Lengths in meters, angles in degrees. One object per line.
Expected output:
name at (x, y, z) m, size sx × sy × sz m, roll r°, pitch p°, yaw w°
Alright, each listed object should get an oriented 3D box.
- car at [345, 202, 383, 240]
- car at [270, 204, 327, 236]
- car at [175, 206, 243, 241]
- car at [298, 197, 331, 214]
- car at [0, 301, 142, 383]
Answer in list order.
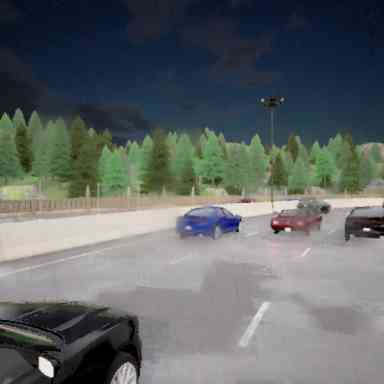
car at (8.749, 1.466, 16.379) m, size 1.882 × 1.535 × 5.008 m, roll 0°, pitch 0°, yaw 31°
car at (5.989, 1.588, 18.611) m, size 1.895 × 1.301 × 4.718 m, roll 0°, pitch 0°, yaw 31°
car at (1.041, 1.466, 17.003) m, size 1.882 × 1.535 × 5.008 m, roll 0°, pitch 0°, yaw 29°
car at (11.967, 1.329, 32.610) m, size 2.097 × 1.767 × 4.553 m, roll 0°, pitch 0°, yaw 40°
car at (-2.055, 1.476, 1.888) m, size 1.882 × 1.535 × 5.008 m, roll 0°, pitch 0°, yaw 19°
